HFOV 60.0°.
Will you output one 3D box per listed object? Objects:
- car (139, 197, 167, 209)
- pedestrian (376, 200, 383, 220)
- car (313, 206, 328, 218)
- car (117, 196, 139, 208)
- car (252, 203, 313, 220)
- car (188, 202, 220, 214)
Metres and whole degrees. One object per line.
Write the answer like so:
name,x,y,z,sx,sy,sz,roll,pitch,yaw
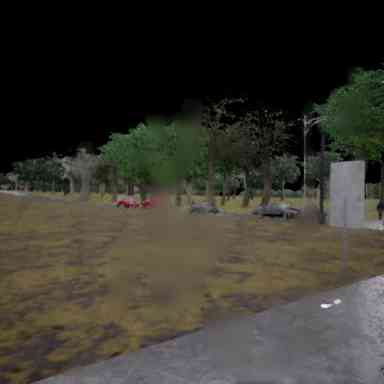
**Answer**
car,-6.446,1.825,56.910,2.150,2.045,5.566,2,-2,-36
pedestrian,17.359,1.662,30.740,0.375,1.860,0.375,1,-1,-36
car,10.893,1.939,33.155,1.895,1.301,4.718,3,-2,-37
car,-11.069,1.728,57.317,2.150,2.045,5.566,2,-2,-35
car,7.968,1.750,30.757,2.033,1.411,5.357,2,-2,-36
car,1.408,1.896,39.849,1.994,1.385,4.181,2,-2,-36
